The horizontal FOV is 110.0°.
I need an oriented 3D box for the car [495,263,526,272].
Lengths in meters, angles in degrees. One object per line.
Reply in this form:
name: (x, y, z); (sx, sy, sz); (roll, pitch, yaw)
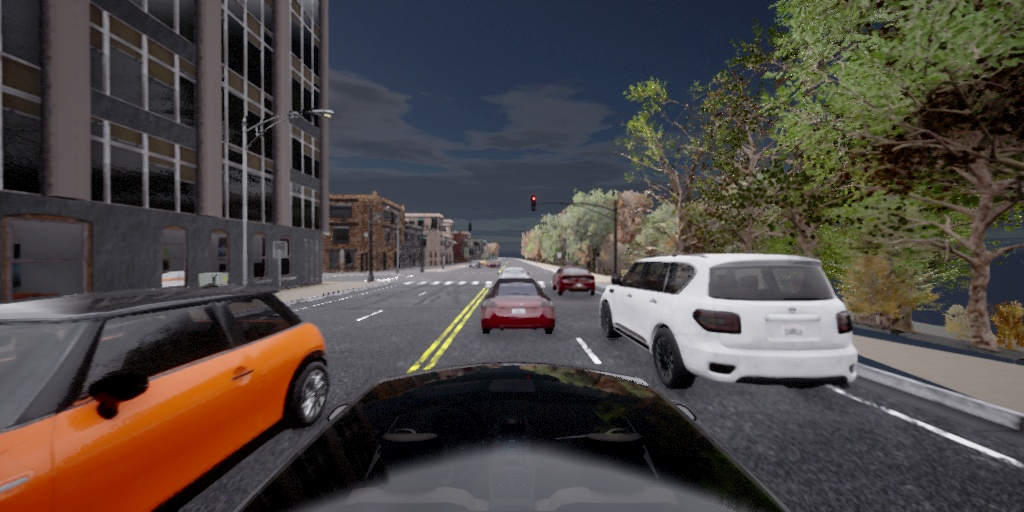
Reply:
car: (0.097, 1.344, 20.425); (1.812, 1.442, 4.674); (0, 0, -1)

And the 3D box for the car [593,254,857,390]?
car: (3.359, 0.991, 6.990); (2.150, 2.045, 5.566); (0, 0, 0)

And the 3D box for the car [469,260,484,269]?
car: (-6.599, 1.474, 64.358); (2.128, 1.511, 4.902); (0, 0, 0)

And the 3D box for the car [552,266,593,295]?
car: (3.353, 1.295, 20.193); (1.882, 1.535, 5.008); (0, 0, 1)

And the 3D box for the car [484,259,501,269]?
car: (-3.348, 1.334, 64.340); (2.097, 1.767, 4.553); (0, 0, 0)

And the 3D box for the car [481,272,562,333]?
car: (0.112, 1.347, 10.876); (1.994, 1.385, 4.181); (0, 0, -1)

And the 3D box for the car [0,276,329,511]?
car: (-3.350, 1.105, 2.605); (2.097, 1.767, 4.553); (0, 0, 0)
